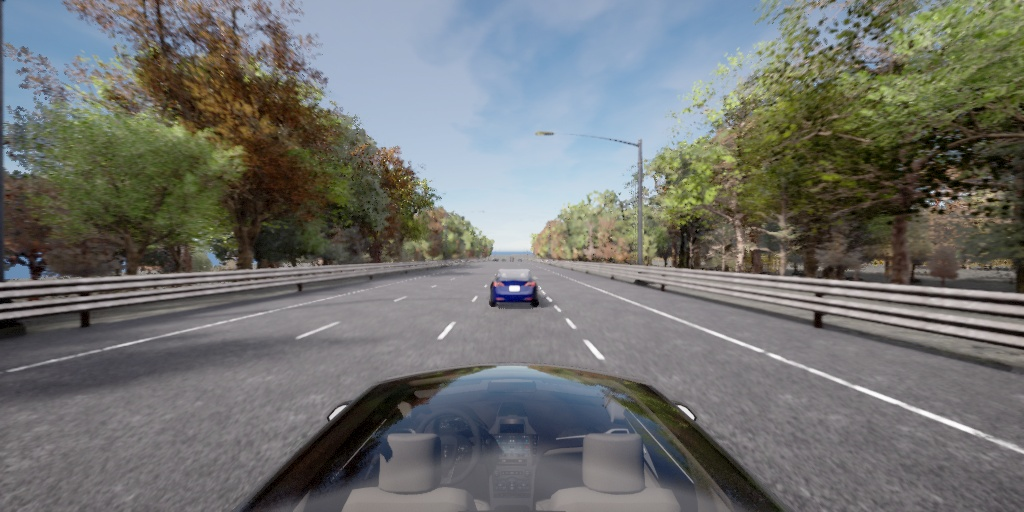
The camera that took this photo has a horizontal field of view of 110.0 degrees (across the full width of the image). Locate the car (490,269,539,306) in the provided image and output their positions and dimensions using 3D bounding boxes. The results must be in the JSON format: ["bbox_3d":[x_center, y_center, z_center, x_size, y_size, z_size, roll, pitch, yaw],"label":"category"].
[{"bbox_3d":[0.077,1.287,15.929,2.163,1.488,4.792,0,0,0],"label":"car"}]
